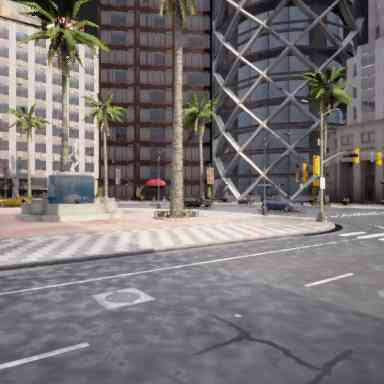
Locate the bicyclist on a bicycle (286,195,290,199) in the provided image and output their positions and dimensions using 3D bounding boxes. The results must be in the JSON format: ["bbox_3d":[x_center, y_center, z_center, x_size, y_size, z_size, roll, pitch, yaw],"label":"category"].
[{"bbox_3d":[15.713,1.300,54.572,0.582,1.620,1.656,0,0,42],"label":"bicyclist on a bicycle"}]

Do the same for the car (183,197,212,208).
[{"bbox_3d":[0.512,1.478,47.567,5.008,1.535,1.882,1,0,30],"label":"car"}]

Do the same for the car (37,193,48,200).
[{"bbox_3d":[-25.907,1.221,58.669,5.566,2.045,2.150,0,0,-10],"label":"car"}]

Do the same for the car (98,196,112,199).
[{"bbox_3d":[-16.111,1.526,59.274,4.674,1.442,1.812,0,0,2],"label":"car"}]

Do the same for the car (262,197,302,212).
[{"bbox_3d":[10.335,1.352,38.440,2.097,1.767,4.553,0,0,-39],"label":"car"}]

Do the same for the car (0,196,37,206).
[{"bbox_3d":[-28.771,1.478,54.451,5.008,1.535,1.882,0,0,-14],"label":"car"}]
